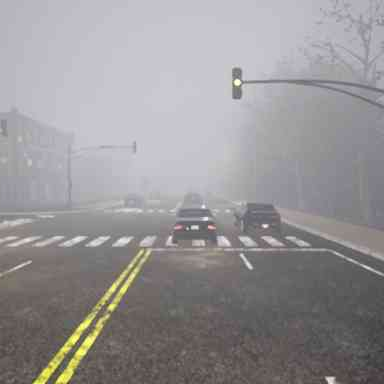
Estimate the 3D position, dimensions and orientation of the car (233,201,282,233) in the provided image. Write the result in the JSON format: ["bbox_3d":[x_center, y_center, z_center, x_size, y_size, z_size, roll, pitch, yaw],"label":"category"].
[{"bbox_3d":[3.359,1.238,17.646,1.837,1.490,4.892,0,1,0],"label":"car"}]

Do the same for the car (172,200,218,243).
[{"bbox_3d":[0.109,1.322,14.787,2.033,1.411,5.357,0,1,0],"label":"car"}]

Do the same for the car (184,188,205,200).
[{"bbox_3d":[0.121,0.756,39.008,2.097,1.767,4.553,0,1,0],"label":"car"}]

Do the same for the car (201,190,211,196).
[{"bbox_3d":[3.290,0.174,78.910,1.994,1.385,4.181,0,1,0],"label":"car"}]

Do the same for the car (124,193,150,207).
[{"bbox_3d":[-6.570,0.903,38.427,2.128,1.511,4.902,0,1,0],"label":"car"}]

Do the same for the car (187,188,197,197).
[{"bbox_3d":[0.038,0.085,74.357,2.150,2.045,5.566,0,1,0],"label":"car"}]

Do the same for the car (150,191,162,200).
[{"bbox_3d":[-6.492,0.578,59.698,2.128,1.511,4.902,0,1,1],"label":"car"}]

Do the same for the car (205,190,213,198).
[{"bbox_3d":[3.284,0.443,68.493,2.128,1.511,4.902,0,1,0],"label":"car"}]
